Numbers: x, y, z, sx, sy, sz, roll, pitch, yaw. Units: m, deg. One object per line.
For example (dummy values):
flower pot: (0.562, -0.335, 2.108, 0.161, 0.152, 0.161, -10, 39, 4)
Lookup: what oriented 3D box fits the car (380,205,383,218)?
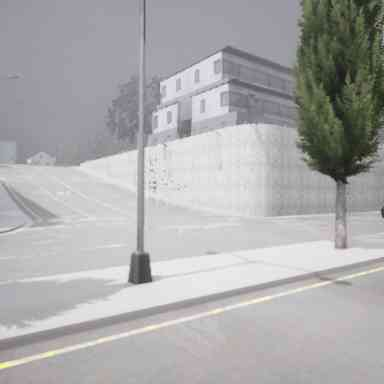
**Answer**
car: (21.033, 1.569, 33.116, 5.566, 2.045, 2.150, 0, 0, -35)
